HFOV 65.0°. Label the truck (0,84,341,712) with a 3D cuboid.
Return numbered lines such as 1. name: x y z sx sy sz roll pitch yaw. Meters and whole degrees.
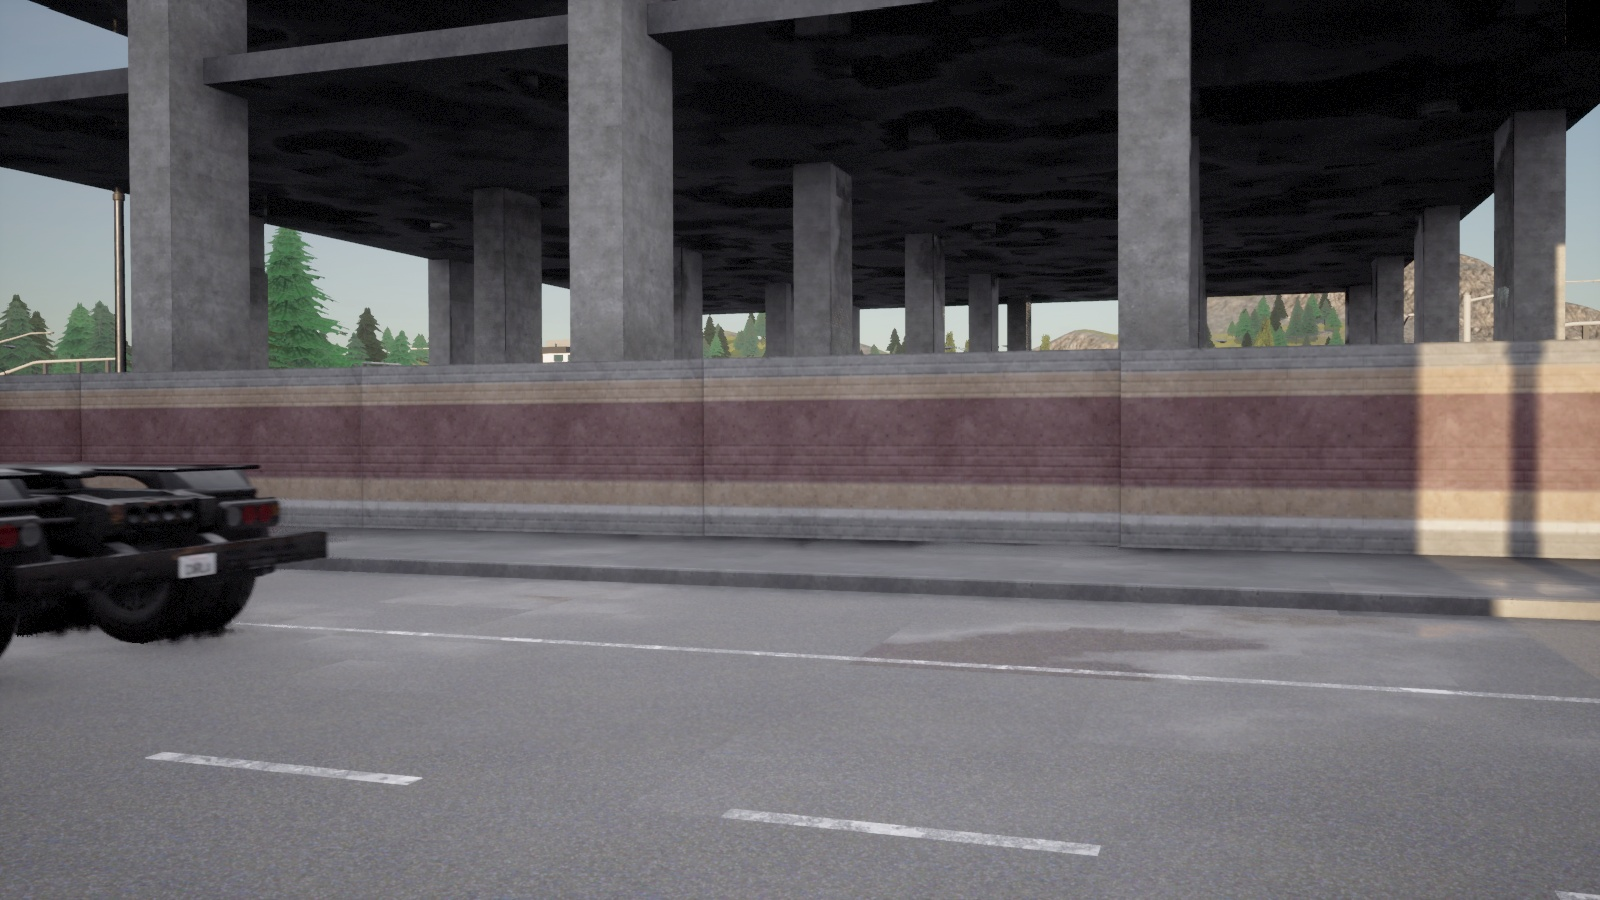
1. truck: -7.732 -0.336 9.483 7.936 3.462 2.891 1 1 19
